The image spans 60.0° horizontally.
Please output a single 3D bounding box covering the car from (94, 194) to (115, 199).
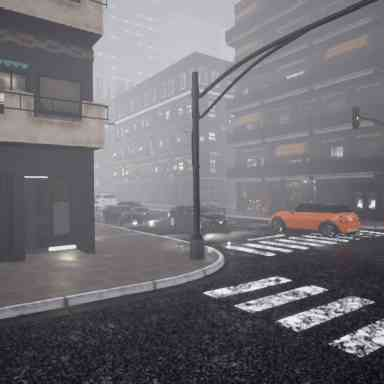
[{"bbox_3d":[-11.455,1.226,42.378,2.150,2.045,5.566,-1,1,-36],"label":"car"}]

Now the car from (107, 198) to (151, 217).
[{"bbox_3d":[-5.309,1.540,28.879,1.837,1.490,4.892,-1,1,-36],"label":"car"}]

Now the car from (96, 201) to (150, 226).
[{"bbox_3d":[-5.191,1.632,24.519,1.947,1.339,4.313,-1,1,-36],"label":"car"}]

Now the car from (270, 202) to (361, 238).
[{"bbox_3d":[6.388,1.336,17.785,2.097,1.767,4.553,-1,0,-36],"label":"car"}]

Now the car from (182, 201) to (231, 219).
[{"bbox_3d":[1.189,1.512,29.144,2.008,1.369,4.403,-1,1,-36],"label":"car"}]

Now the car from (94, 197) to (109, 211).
[{"bbox_3d":[-11.356,1.568,37.237,1.812,1.442,4.674,-1,1,-36],"label":"car"}]

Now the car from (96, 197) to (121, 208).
[{"bbox_3d":[-11.914,1.519,47.220,1.887,1.381,4.507,-1,1,-36],"label":"car"}]

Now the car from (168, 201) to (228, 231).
[{"bbox_3d":[0.258,1.534,21.201,1.837,1.490,4.892,-1,1,-36],"label":"car"}]
